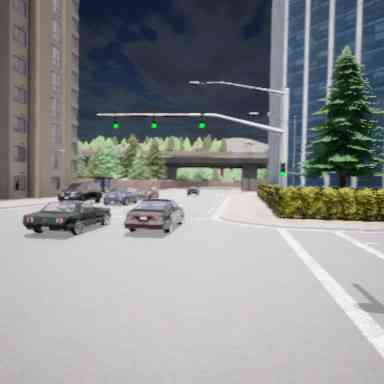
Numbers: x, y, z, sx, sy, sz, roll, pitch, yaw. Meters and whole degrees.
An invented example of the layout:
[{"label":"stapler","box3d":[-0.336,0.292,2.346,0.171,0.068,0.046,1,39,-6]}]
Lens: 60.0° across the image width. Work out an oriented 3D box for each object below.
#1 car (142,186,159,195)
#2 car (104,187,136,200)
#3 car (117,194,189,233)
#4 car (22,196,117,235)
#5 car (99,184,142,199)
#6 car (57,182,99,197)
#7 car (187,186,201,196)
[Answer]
[{"label":"car","box3d":[-5.412,0.044,40.339,2.097,1.767,4.553,1,2,8]},{"label":"car","box3d":[-8.826,0.150,41.196,2.033,1.411,5.357,1,2,8]},{"label":"car","box3d":[-1.601,1.035,15.869,2.033,1.411,5.357,1,2,8]},{"label":"car","box3d":[-5.272,1.050,14.878,1.895,1.301,4.718,1,2,8]},{"label":"car","box3d":[-6.674,0.281,31.542,2.097,1.767,4.553,1,2,8]},{"label":"car","box3d":[-10.277,0.098,31.055,2.150,2.045,5.566,1,2,8]},{"label":"car","box3d":[0.324,-0.155,55.735,1.837,1.490,4.892,1,1,8]}]
